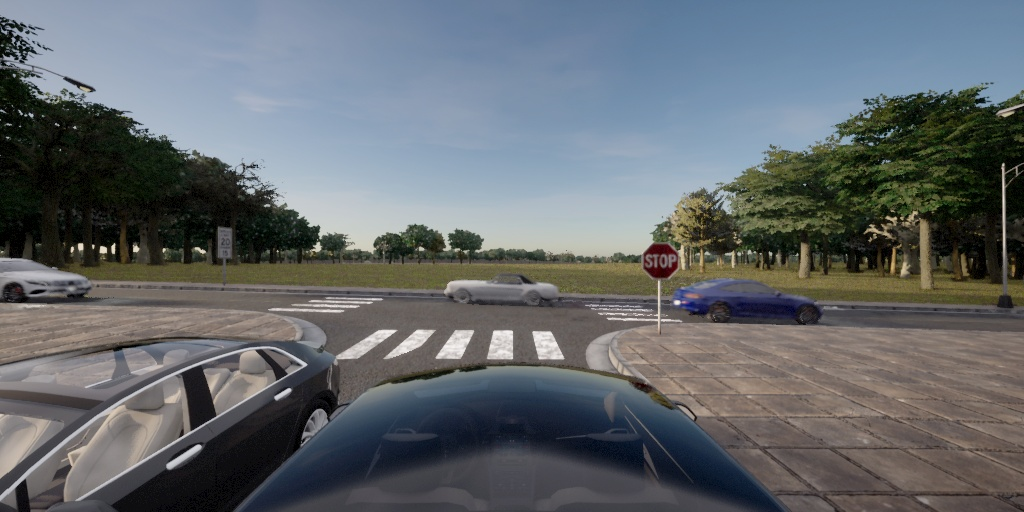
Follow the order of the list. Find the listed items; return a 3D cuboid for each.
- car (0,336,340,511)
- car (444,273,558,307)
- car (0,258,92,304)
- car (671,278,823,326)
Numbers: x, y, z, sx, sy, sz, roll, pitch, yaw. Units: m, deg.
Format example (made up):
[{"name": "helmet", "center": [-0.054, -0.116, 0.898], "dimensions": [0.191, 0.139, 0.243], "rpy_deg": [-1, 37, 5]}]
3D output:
[{"name": "car", "center": [-2.636, 1.300, 2.067], "dimensions": [2.007, 1.370, 4.403], "rpy_deg": [0, 0, 0]}, {"name": "car", "center": [-0.464, 1.390, 15.474], "dimensions": [4.718, 1.301, 1.895], "rpy_deg": [2, -1, 0]}, {"name": "car", "center": [-17.751, 0.808, 12.561], "dimensions": [4.674, 1.442, 1.812], "rpy_deg": [2, -1, 0]}, {"name": "car", "center": [8.050, 1.525, 12.506], "dimensions": [4.674, 1.442, 1.812], "rpy_deg": [2, -1, 0]}]
